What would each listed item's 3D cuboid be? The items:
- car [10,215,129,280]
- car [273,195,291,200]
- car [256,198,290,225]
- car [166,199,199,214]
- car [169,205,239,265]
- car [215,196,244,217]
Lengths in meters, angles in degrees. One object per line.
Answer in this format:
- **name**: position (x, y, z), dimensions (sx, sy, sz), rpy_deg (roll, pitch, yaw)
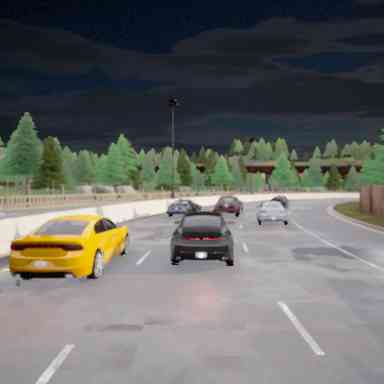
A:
- **car**: position (-3.204, 1.398, 9.747), dimensions (1.882, 1.535, 5.008), rpy_deg (0, 0, 2)
- **car**: position (10.511, 1.186, 39.476), dimensions (1.837, 1.490, 4.892), rpy_deg (0, 1, 22)
- **car**: position (5.348, 1.344, 22.426), dimensions (1.812, 1.442, 4.674), rpy_deg (0, 0, 10)
- **car**: position (-0.602, 1.320, 28.121), dimensions (2.033, 1.411, 5.357), rpy_deg (0, 0, 14)
- **car**: position (0.408, 1.413, 11.289), dimensions (1.837, 1.490, 4.892), rpy_deg (0, 0, 4)
- **car**: position (3.302, 1.118, 28.941), dimensions (2.097, 1.767, 4.553), rpy_deg (0, 0, 14)
